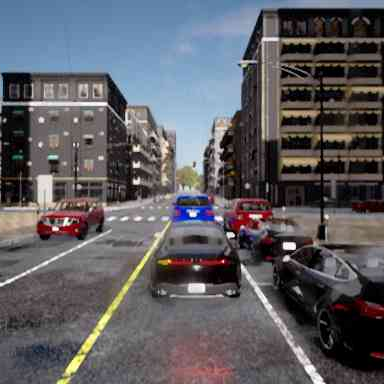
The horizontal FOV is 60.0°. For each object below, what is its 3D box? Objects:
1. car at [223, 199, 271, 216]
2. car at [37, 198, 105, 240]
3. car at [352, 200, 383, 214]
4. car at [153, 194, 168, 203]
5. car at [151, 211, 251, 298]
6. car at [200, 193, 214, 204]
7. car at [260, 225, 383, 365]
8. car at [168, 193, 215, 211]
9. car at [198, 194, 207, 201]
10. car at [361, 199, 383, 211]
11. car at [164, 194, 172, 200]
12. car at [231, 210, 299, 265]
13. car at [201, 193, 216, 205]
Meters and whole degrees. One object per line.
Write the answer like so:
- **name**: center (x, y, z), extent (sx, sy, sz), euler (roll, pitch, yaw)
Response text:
- **car**: center (2.729, 1.242, 16.668), extent (2.192, 1.841, 5.009), euler (1, 0, 0)
- **car**: center (-5.798, 1.242, 16.634), extent (2.192, 1.841, 5.009), euler (1, 0, 0)
- **car**: center (17.183, 1.433, 31.078), extent (4.206, 1.307, 1.802), euler (0, -1, 0)
- **car**: center (-5.994, 1.291, 60.350), extent (2.008, 1.369, 4.403), euler (1, 0, 0)
- **car**: center (0.076, 1.468, 8.387), extent (1.837, 1.490, 4.892), euler (0, 0, 0)
- **car**: center (2.633, 1.055, 60.442), extent (2.192, 1.841, 5.009), euler (1, 0, 0)
- **car**: center (2.687, 1.540, 5.794), extent (1.947, 1.339, 4.313), euler (1, 0, 0)
- **car**: center (0.043, 1.142, 18.302), extent (2.150, 2.045, 5.566), euler (0, 0, 0)
- **car**: center (2.452, 1.234, 77.527), extent (1.947, 1.339, 4.313), euler (1, 0, 0)
- **car**: center (22.670, 1.556, 39.488), extent (4.313, 1.339, 1.947), euler (0, -1, 0)
- **car**: center (-5.946, 1.171, 82.964), extent (1.752, 1.417, 4.829), euler (1, 0, 0)
- **car**: center (2.669, 1.517, 11.233), extent (1.947, 1.339, 4.313), euler (1, 0, 0)
- **car**: center (2.661, 1.080, 54.742), extent (2.192, 1.841, 5.009), euler (1, 0, 0)
